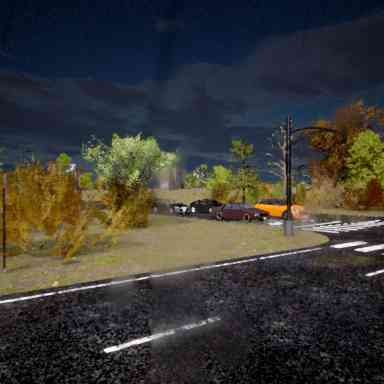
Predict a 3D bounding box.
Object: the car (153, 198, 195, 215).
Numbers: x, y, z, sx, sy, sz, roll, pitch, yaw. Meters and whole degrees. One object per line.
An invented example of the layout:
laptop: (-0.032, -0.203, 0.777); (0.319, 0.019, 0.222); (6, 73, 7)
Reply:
car: (-2.269, 1.494, 34.365); (2.128, 1.511, 4.902); (0, 0, -38)

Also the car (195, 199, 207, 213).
car: (1.715, 1.489, 34.555); (1.837, 1.490, 4.892); (0, 0, -38)

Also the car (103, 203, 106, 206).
car: (-12.196, 1.173, 52.347); (2.150, 2.045, 5.566); (0, 1, -37)

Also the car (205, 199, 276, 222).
car: (3.749, 1.560, 26.709); (2.033, 1.411, 5.357); (0, 0, -38)

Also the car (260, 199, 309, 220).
car: (7.303, 1.346, 27.445); (2.097, 1.767, 4.553); (0, 0, -38)

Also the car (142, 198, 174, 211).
car: (-4.397, 1.499, 42.330); (1.812, 1.442, 4.674); (0, 0, -38)
